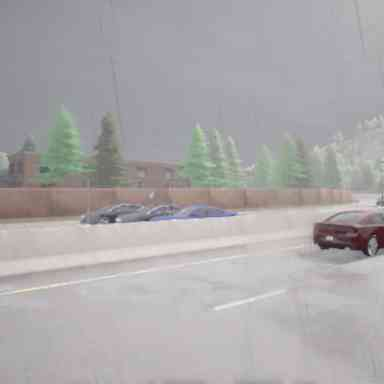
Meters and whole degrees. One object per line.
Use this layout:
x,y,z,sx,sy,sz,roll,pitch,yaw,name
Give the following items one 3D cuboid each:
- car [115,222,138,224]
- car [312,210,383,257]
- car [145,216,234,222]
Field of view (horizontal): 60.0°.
-2.095,1.460,19.696,4.902,1.511,2.128,0,0,-36,car
6.741,1.435,12.857,5.008,1.535,1.882,0,0,-35,car
0.104,1.445,16.966,5.008,1.535,1.882,0,0,-36,car
